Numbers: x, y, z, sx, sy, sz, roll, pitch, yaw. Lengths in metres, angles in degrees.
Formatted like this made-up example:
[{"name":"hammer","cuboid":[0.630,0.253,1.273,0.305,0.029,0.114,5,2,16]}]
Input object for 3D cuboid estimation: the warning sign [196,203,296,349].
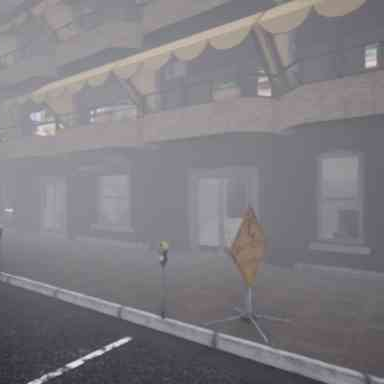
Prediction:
[{"name":"warning sign","cuboid":[0.871,1.123,5.175,1.060,1.860,1.300,0,0,36]}]
